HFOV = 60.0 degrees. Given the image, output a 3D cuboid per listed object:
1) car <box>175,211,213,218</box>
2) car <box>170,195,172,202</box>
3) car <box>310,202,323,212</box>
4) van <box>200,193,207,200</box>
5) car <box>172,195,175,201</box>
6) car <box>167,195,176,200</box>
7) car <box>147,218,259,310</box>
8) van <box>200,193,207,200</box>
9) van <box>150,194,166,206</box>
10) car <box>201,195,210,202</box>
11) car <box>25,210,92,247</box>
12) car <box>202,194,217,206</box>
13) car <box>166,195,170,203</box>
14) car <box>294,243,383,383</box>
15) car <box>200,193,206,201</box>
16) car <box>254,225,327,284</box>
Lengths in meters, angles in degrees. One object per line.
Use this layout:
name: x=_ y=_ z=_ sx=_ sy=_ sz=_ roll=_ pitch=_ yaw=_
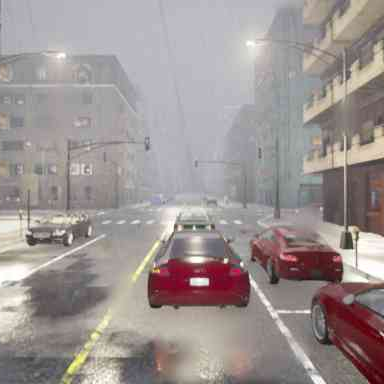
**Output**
car: x=0.103 y=1.578 z=16.704 sx=1.895 sy=1.301 sz=4.718 roll=0 pitch=0 yaw=0
car: x=-5.441 y=1.346 z=64.282 sx=1.967 sy=1.590 sz=4.097 roll=1 pitch=0 yaw=0
car: x=15.547 y=1.459 z=37.061 sx=4.507 sy=1.381 sz=1.887 roll=0 pitch=-1 yaw=1
van: x=3.083 y=1.211 z=86.885 sx=1.690 sy=1.788 sz=3.998 roll=1 pitch=0 yaw=0
car: x=-5.372 y=1.454 z=75.624 sx=1.947 sy=1.339 sz=4.313 roll=1 pitch=0 yaw=0
car: x=-5.300 y=1.415 z=86.964 sx=1.887 sy=1.381 sz=4.507 roll=1 pitch=0 yaw=0
car: x=0.107 y=1.553 z=7.887 sx=1.994 sy=1.385 sz=4.181 roll=0 pitch=0 yaw=-1
van: x=3.119 y=1.202 z=92.556 sx=1.690 sy=1.788 sz=3.998 roll=1 pitch=0 yaw=0
van: x=-5.587 y=1.265 z=52.949 sx=1.690 sy=1.788 sz=3.998 roll=1 pitch=0 yaw=0
car: x=3.008 y=1.469 z=75.546 sx=1.802 sy=1.307 sz=4.206 roll=1 pitch=0 yaw=0
car: x=-5.770 y=1.530 z=14.904 sx=2.008 sy=1.369 sz=4.403 roll=1 pitch=0 yaw=0
car: x=2.962 y=1.476 z=51.288 sx=2.008 sy=1.369 sz=4.403 roll=1 pitch=0 yaw=0
car: x=-5.479 y=1.481 z=58.611 sx=1.947 sy=1.339 sz=4.313 roll=1 pitch=0 yaw=0
car: x=2.668 y=1.577 z=3.494 sx=1.802 sy=1.307 sz=4.206 roll=1 pitch=0 yaw=0
car: x=2.972 y=1.447 z=69.876 sx=2.008 sy=1.369 sz=4.403 roll=1 pitch=0 yaw=0
car: x=2.668 y=1.570 z=9.165 sx=1.802 sy=1.307 sz=4.206 roll=1 pitch=0 yaw=0
